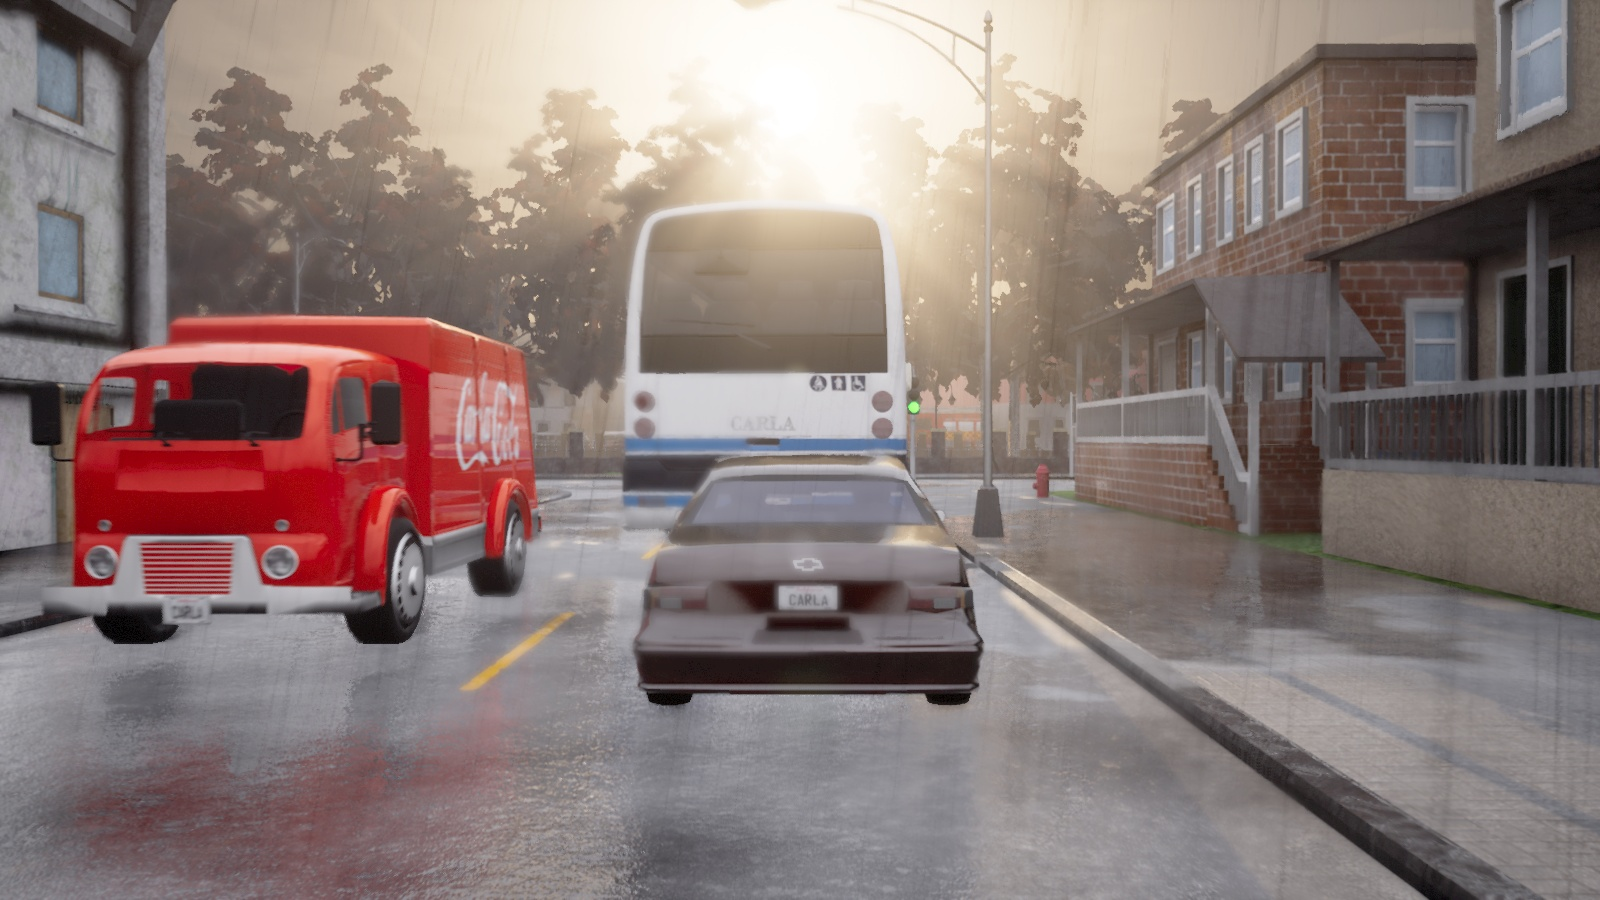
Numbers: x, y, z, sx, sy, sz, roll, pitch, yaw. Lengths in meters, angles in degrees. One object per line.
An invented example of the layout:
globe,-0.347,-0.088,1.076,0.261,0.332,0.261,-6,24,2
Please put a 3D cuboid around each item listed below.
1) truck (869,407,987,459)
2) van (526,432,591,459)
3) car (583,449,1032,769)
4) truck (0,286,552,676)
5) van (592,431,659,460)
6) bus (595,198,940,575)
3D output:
truck,9.399,-1.261,93.200,8.468,3.827,2.891,0,1,0
van,-17.930,-0.366,93.328,4.442,1.987,1.775,0,1,0
car,0.062,0.717,8.377,2.033,1.411,5.357,0,1,1
truck,-3.927,0.153,10.558,2.627,2.467,5.204,0,1,0
van,-12.384,-0.354,89.308,4.480,2.038,2.069,0,1,0
bus,-0.024,-0.808,19.447,3.944,4.253,10.273,0,1,4
